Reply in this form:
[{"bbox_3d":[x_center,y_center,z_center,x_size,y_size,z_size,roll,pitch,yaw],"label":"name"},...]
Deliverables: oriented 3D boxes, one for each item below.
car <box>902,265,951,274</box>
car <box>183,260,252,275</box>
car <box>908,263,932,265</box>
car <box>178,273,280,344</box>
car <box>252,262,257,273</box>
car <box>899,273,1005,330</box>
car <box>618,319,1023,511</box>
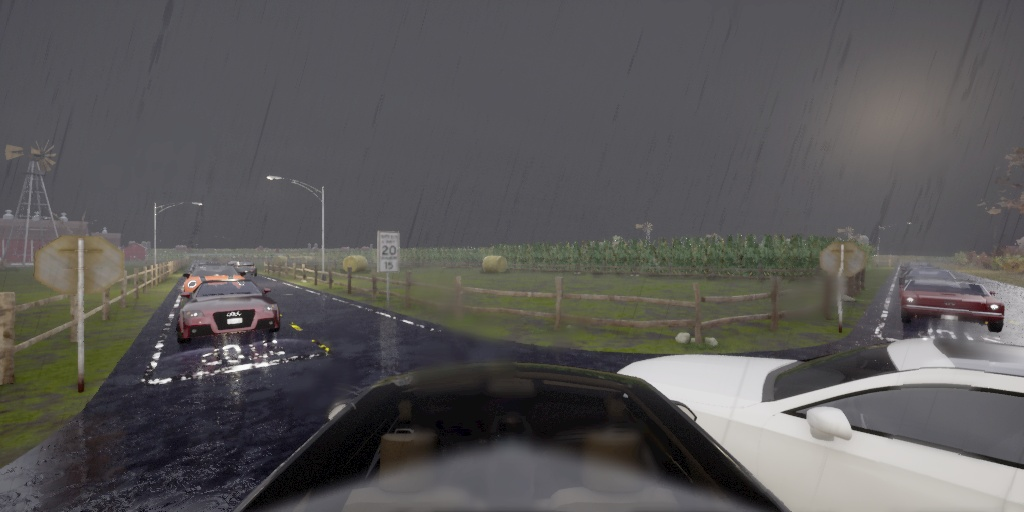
[{"bbox_3d":[20.710,1.350,17.791,5.357,1.411,2.033,0,1,-42],"label":"car"},{"bbox_3d":[-13.611,1.133,16.462,2.097,1.767,4.553,0,0,-41],"label":"car"},{"bbox_3d":[27.506,1.383,24.002,4.181,1.385,1.994,0,1,-42],"label":"car"},{"bbox_3d":[-7.878,1.351,9.941,1.994,1.385,4.181,0,0,-42],"label":"car"},{"bbox_3d":[-26.750,1.267,35.778,2.128,1.511,4.902,0,0,-41],"label":"car"},{"bbox_3d":[13.590,1.390,11.275,4.718,1.301,1.895,0,1,-43],"label":"car"},{"bbox_3d":[2.851,1.293,2.283,1.812,1.442,4.674,0,1,-44],"label":"car"}]
